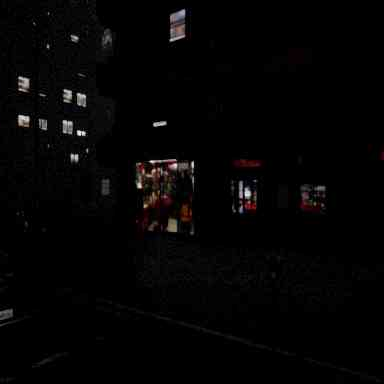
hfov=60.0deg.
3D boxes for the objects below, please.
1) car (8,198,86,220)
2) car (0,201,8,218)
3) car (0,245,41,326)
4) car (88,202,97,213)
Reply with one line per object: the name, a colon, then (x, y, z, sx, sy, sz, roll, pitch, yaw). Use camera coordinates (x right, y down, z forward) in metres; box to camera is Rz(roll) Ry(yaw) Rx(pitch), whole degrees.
car: (-11.110, 1.282, 25.832, 1.837, 1.490, 4.892, 0, 1, 35)
car: (-14.075, 1.350, 26.090, 2.008, 1.369, 4.403, 1, 1, 35)
car: (-4.505, 1.551, 6.083, 4.403, 1.369, 2.008, 0, 0, 35)
car: (-10.987, 1.250, 30.516, 1.752, 1.417, 4.829, 1, 1, 35)
